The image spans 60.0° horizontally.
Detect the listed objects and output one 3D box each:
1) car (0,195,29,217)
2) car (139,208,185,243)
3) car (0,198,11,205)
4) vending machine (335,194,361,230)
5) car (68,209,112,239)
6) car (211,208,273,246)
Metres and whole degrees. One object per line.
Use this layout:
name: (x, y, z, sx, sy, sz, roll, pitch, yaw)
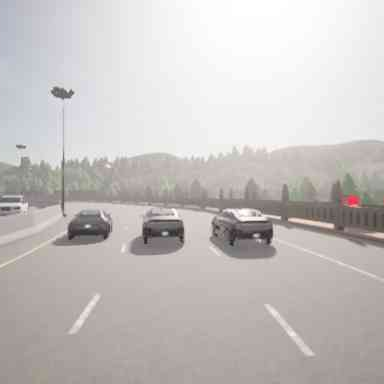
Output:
car: (-15.662, 1.318, 28.999, 2.150, 2.045, 5.566, 0, -1, -19)
car: (-1.490, 1.515, 16.223, 2.128, 1.511, 4.902, 0, 0, -9)
car: (-36.005, 1.802, 63.271, 1.895, 1.301, 4.718, 0, 0, -41)
vending machine: (9.440, 1.181, 20.197, 1.100, 2.100, 0.880, 0, 0, -11)
car: (-5.343, 1.604, 17.808, 1.994, 1.385, 4.181, 0, 0, -11)
car: (2.165, 1.500, 15.433, 2.128, 1.511, 4.902, 0, 0, -8)
